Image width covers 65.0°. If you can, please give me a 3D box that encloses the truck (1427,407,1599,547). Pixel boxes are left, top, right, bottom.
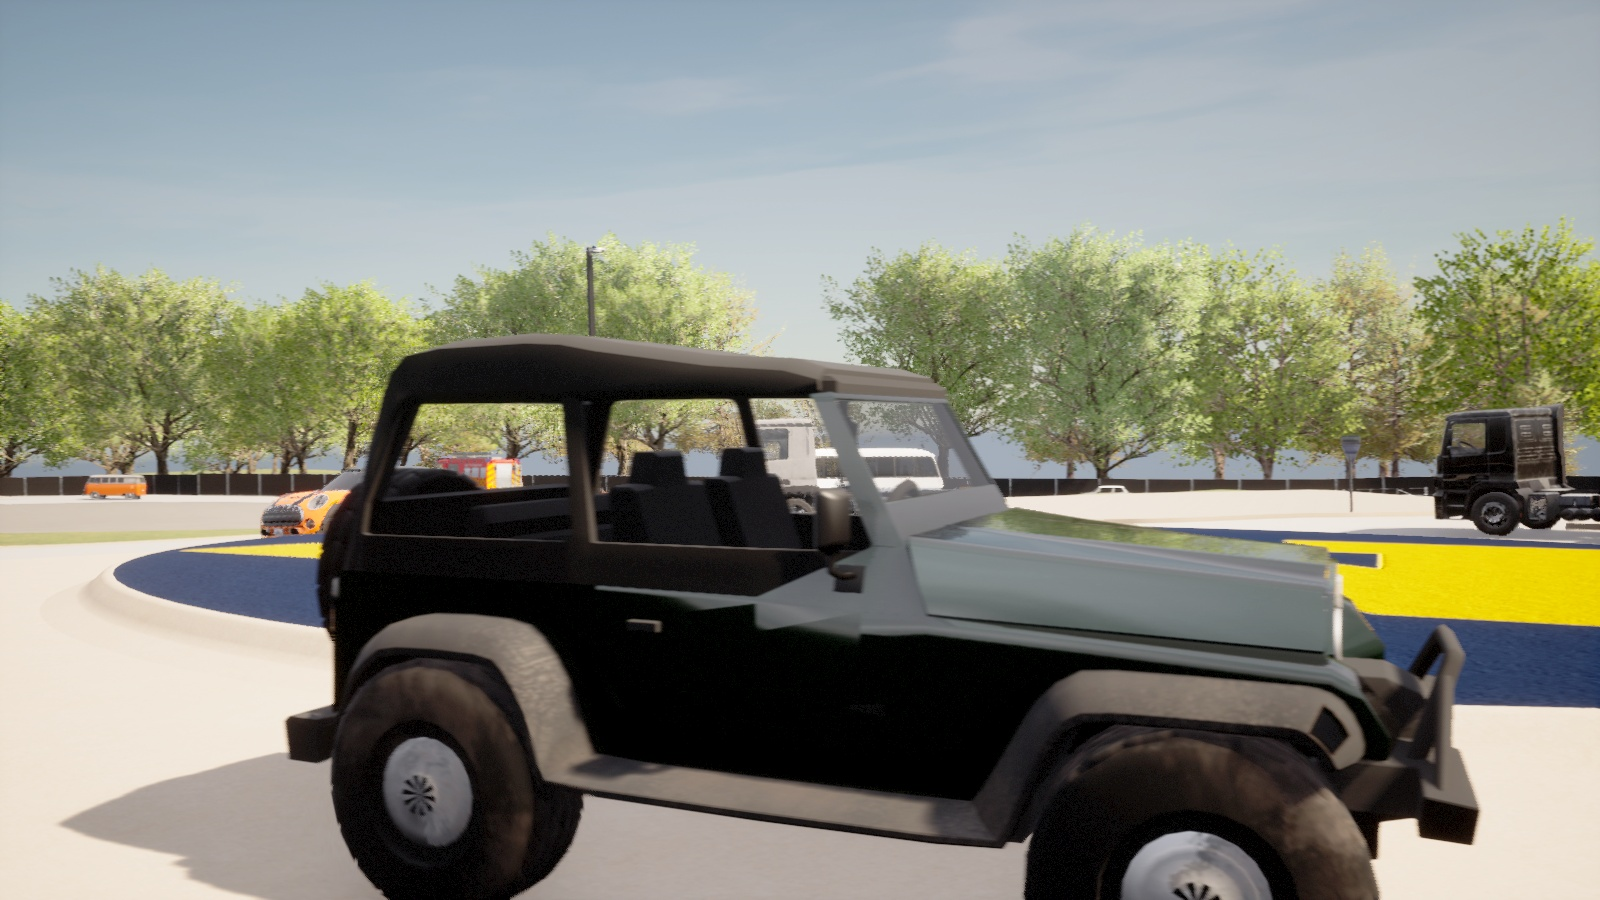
[{"bbox_3d":[20.734,0.642,32.122,2.891,3.462,7.936,-2,1,-36],"label":"truck"}]

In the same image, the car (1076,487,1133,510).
[{"bbox_3d":[21.181,3.353,87.337,3.806,1.475,1.970,0,1,16],"label":"car"}]

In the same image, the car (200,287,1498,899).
[{"bbox_3d":[0.111,0.538,4.386,3.866,1.878,1.905,1,1,23],"label":"car"}]

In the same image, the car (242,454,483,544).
[{"bbox_3d":[-9.319,1.070,27.123,2.097,1.767,4.553,-3,-3,34],"label":"car"}]
